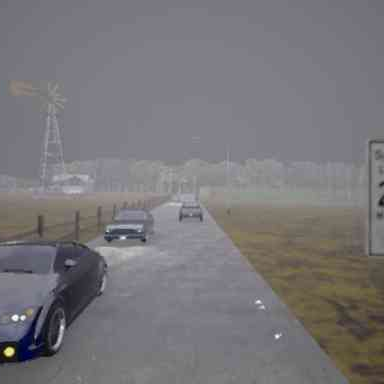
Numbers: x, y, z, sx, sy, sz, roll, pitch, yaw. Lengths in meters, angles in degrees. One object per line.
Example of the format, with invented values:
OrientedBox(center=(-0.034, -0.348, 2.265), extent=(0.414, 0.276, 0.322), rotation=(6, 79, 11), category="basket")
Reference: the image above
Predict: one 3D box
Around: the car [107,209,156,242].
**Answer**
OrientedBox(center=(-2.917, 1.558, 16.724), extent=(2.033, 1.411, 5.357), rotation=(0, 0, 0), category="car")

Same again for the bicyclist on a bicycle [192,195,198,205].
OrientedBox(center=(0.507, 1.316, 53.260), extent=(0.866, 1.612, 1.509), rotation=(0, 0, 0), category="bicyclist on a bicycle")

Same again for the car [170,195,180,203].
OrientedBox(center=(-3.072, 1.332, 63.850), extent=(2.128, 1.511, 4.902), rotation=(0, 0, 0), category="car")

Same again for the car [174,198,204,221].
OrientedBox(center=(-0.068, 1.481, 26.721), extent=(2.128, 1.511, 4.902), rotation=(0, 0, 0), category="car")

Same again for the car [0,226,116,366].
OrientedBox(center=(-2.872, 1.571, 5.886), extent=(1.994, 1.385, 4.181), rotation=(0, 0, 0), category="car")

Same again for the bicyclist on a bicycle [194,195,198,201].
OrientedBox(center=(0.553, 1.285, 44.257), extent=(0.659, 1.776, 1.843), rotation=(0, 0, 0), category="bicyclist on a bicycle")
